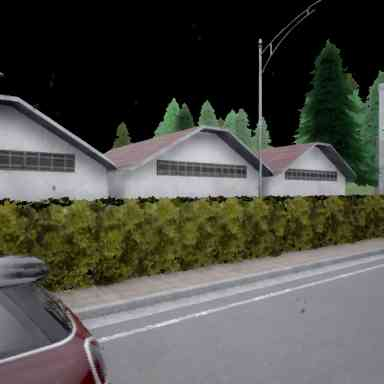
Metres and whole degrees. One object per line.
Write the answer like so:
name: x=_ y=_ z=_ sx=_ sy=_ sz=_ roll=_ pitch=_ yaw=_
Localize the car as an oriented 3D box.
car: x=-2.844 y=1.353 z=1.968 sx=4.553 sy=1.767 sz=2.097 roll=0 pitch=0 yaw=-36
